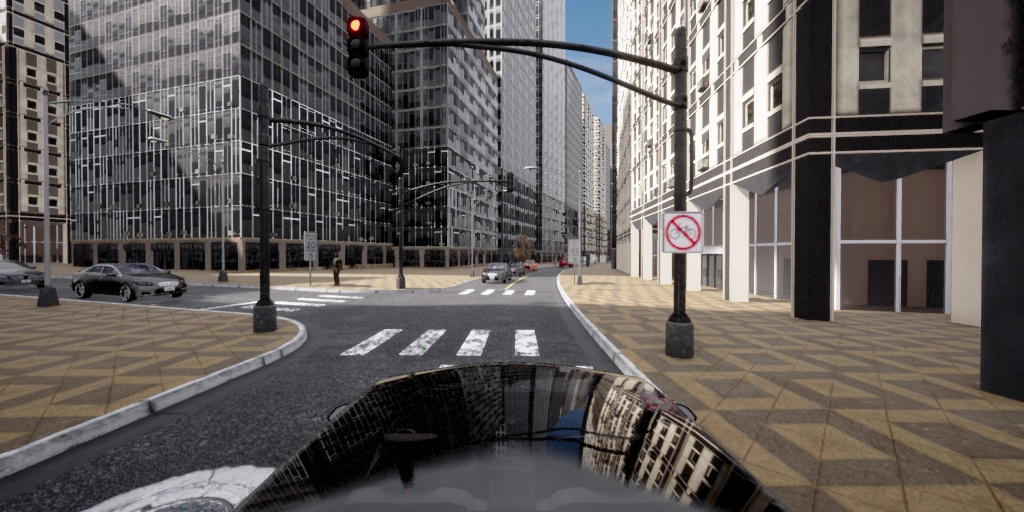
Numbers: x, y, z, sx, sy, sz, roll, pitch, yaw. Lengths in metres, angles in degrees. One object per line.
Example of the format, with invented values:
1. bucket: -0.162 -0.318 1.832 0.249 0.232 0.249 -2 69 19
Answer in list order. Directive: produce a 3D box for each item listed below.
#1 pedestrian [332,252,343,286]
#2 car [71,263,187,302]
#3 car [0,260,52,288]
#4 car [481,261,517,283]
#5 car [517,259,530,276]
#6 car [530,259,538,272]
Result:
1. pedestrian: -9.523 0.716 19.461 0.375 1.860 0.375 0 0 16
2. car: -16.369 1.043 15.363 4.902 1.511 2.128 1 1 16
3. car: -25.930 0.940 18.160 4.674 1.442 1.812 1 1 17
4. car: -1.116 1.275 28.193 2.128 1.511 4.902 0 0 7
5. car: 0.317 1.313 38.247 2.128 1.511 4.902 0 0 9
6. car: 2.155 1.224 48.185 2.097 1.767 4.553 0 0 12
